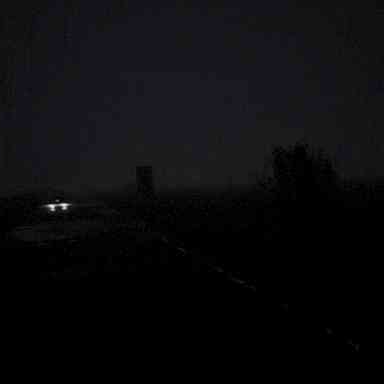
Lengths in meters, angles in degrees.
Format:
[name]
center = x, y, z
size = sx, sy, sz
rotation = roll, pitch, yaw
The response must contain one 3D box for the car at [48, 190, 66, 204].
[car]
center = -15.641, 0.467, 38.737
size = 2.033, 1.411, 5.357
rotation = -3, 2, -21
